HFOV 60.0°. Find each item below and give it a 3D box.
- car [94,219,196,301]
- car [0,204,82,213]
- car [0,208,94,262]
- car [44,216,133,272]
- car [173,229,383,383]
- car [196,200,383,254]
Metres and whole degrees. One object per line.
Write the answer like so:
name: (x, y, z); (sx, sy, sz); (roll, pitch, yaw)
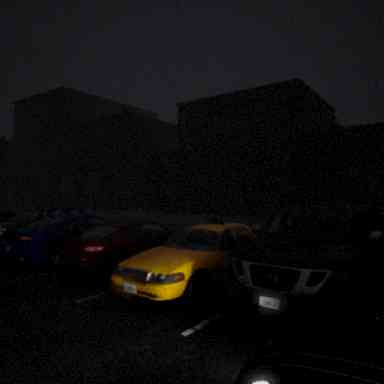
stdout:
car: (0.397, 1.484, 8.473); (1.946, 1.575, 5.366); (0, 0, 36)
car: (-6.180, 1.412, 13.493); (2.185, 1.767, 4.553); (-1, 0, 36)
car: (-3.966, 1.517, 11.848); (2.097, 1.535, 5.008); (-1, 0, 36)
car: (-1.731, 1.541, 10.236); (2.002, 1.452, 4.674); (0, 0, 36)
car: (2.351, 1.354, 1.689); (4.553, 1.767, 2.097); (0, 0, 36)
car: (2.719, 1.231, 6.989); (2.435, 2.045, 5.566); (0, 0, 36)
